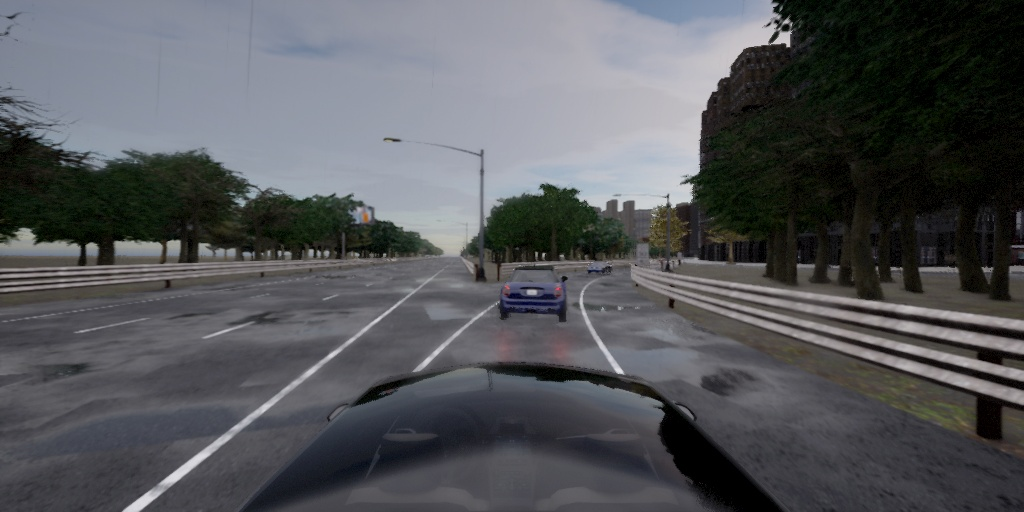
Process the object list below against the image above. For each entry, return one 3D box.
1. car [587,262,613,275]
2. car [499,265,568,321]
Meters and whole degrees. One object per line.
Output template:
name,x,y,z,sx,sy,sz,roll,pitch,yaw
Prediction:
car,10.186,1.354,41.259,2.033,1.411,5.357,0,0,29
car,0.905,1.111,12.850,2.097,1.767,4.553,1,0,8
